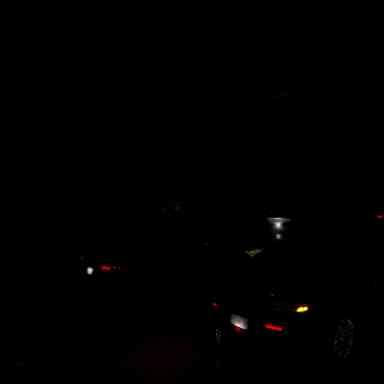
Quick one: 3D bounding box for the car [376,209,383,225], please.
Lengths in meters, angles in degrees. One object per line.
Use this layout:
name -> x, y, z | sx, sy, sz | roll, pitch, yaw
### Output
car -> 13.445, 1.547, 21.635 | 2.033, 1.411, 5.357 | 0, 0, 40

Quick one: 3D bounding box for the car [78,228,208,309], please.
car -> -0.490, 1.564, 7.958 | 4.181, 1.385, 1.994 | 0, 0, -38

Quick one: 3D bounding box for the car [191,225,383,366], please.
car -> 2.407, 1.525, 5.809 | 4.674, 1.442, 1.812 | 0, 0, -39

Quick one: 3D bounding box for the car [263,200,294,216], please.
car -> 8.516, 1.542, 32.456 | 1.837, 1.490, 4.892 | 0, 0, 34
